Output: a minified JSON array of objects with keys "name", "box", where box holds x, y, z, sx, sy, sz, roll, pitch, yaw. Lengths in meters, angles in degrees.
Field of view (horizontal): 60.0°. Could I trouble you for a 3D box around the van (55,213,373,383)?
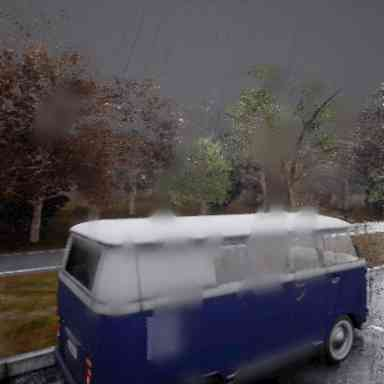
[{"name":"van","box":[0.632,1.308,4.505,4.442,1.987,1.878,1,-1,-33]}]
